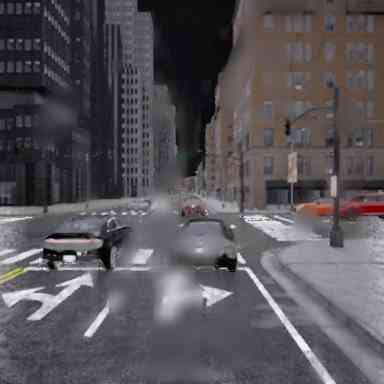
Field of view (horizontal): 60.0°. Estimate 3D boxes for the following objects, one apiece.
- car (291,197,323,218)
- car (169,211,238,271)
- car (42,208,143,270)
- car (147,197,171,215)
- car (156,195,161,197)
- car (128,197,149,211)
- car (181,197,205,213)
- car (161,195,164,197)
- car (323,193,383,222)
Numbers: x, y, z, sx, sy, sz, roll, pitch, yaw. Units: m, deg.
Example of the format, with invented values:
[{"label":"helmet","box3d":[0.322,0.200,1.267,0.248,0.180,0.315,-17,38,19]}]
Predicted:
[{"label":"car","box3d":[10.805,1.225,28.103,4.553,1.767,2.097,0,0,1]},{"label":"car","box3d":[0.483,1.558,10.951,1.994,1.385,4.181,0,0,6]},{"label":"car","box3d":[-3.150,1.486,10.963,2.128,1.511,4.902,0,0,0]},{"label":"car","box3d":[-3.149,1.495,33.944,1.812,1.442,4.674,0,0,0]},{"label":"car","box3d":[-6.571,1.533,52.571,2.033,1.411,5.357,0,0,0]},{"label":"car","box3d":[-6.582,1.586,40.806,1.895,1.301,4.718,0,0,0]},{"label":"car","box3d":[0.092,1.299,31.543,2.097,1.767,4.553,0,0,0]},{"label":"car","box3d":[-6.509,1.348,67.419,2.097,1.767,4.553,0,0,0]},{"label":"car","box3d":[13.221,1.086,24.836,5.566,2.045,2.150,0,0,1]}]
